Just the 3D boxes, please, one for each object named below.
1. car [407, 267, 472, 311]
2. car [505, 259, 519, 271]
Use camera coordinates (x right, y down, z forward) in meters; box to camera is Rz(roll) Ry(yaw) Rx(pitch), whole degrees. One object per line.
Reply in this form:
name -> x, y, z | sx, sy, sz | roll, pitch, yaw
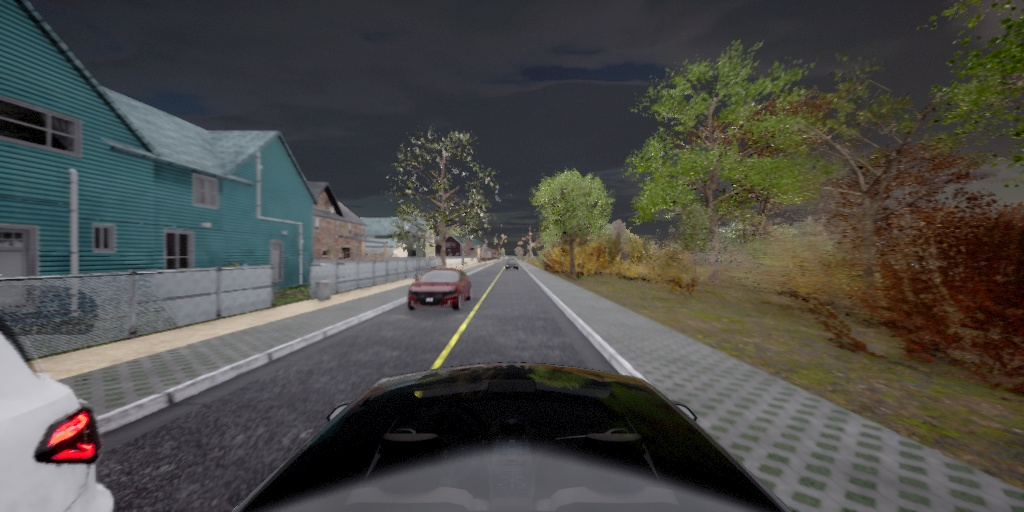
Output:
car -> -2.785, 1.228, 14.699 | 1.882, 1.535, 5.008 | 0, 0, 1
car -> -0.010, 1.356, 50.323 | 1.895, 1.301, 4.718 | 0, 0, 0
